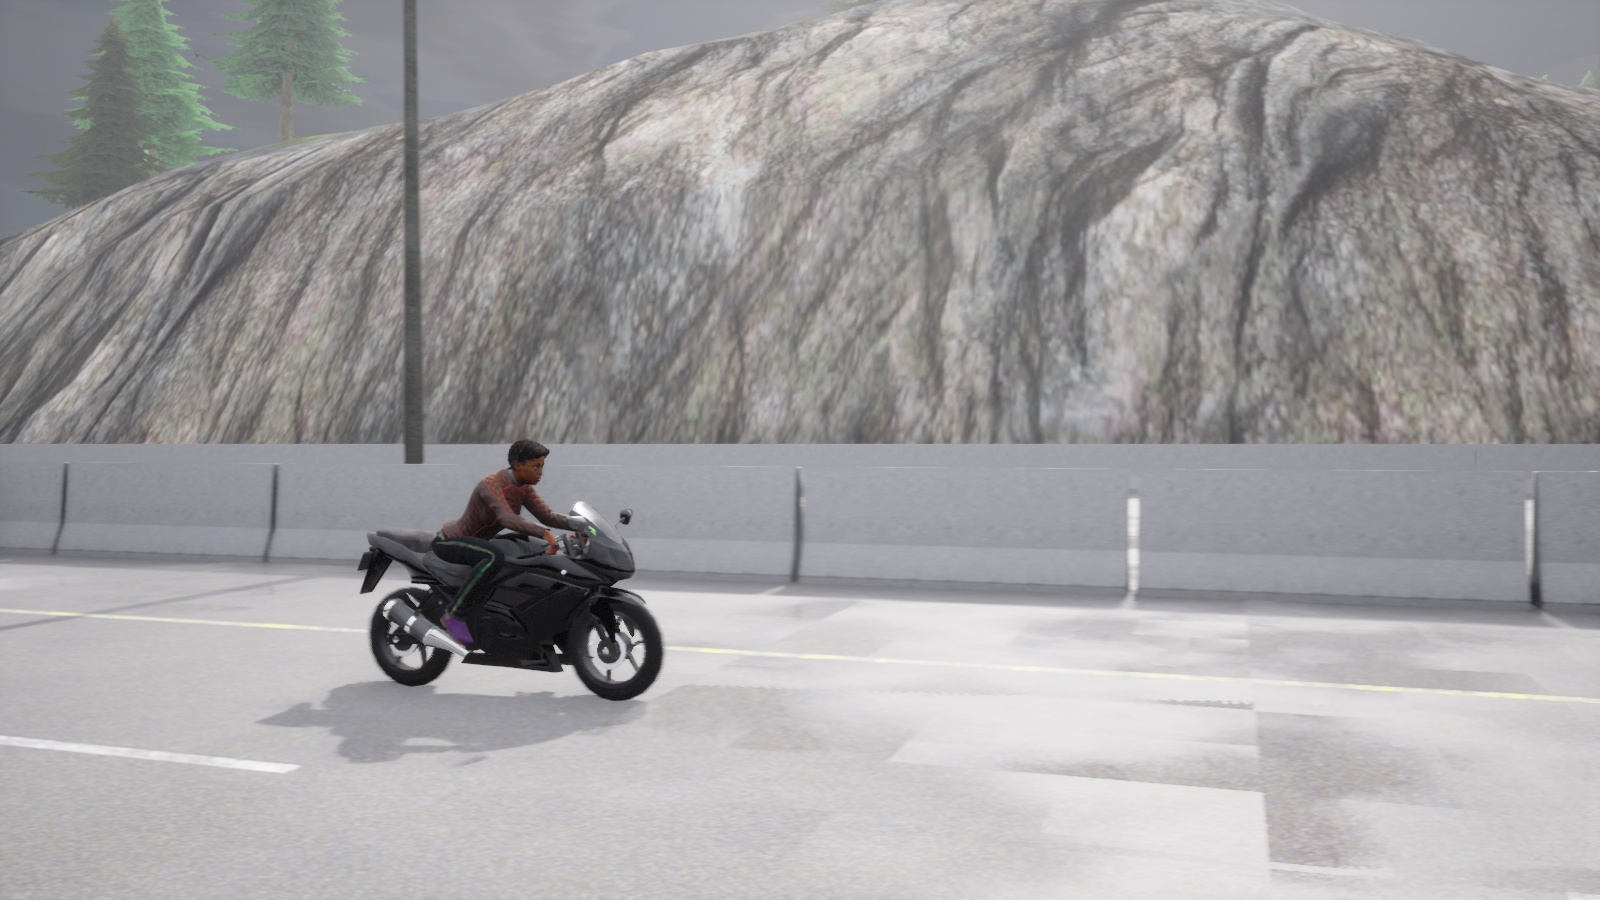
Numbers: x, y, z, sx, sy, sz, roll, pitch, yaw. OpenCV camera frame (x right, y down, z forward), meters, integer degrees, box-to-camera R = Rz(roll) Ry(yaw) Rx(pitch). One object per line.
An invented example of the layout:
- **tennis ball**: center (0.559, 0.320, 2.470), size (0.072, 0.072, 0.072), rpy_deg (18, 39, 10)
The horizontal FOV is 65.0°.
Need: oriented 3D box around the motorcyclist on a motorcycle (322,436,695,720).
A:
- **motorcyclist on a motorcycle**: center (-1.723, 0.683, 7.465), size (2.044, 1.523, 0.797), rpy_deg (1, 1, 19)
